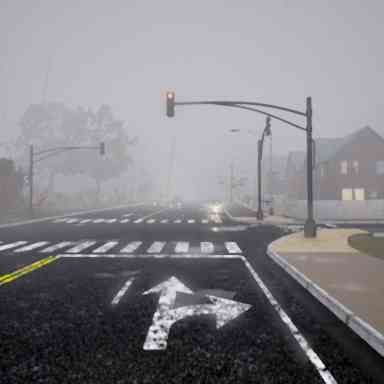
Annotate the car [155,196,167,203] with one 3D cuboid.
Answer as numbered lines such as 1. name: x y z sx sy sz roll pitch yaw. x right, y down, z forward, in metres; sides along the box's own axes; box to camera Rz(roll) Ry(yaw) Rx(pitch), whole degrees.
1. car: -6.327 1.469 68.207 1.882 1.535 5.008 0 0 5

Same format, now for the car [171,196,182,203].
1. car: -3.092 1.508 67.889 1.812 1.442 4.674 0 0 5
